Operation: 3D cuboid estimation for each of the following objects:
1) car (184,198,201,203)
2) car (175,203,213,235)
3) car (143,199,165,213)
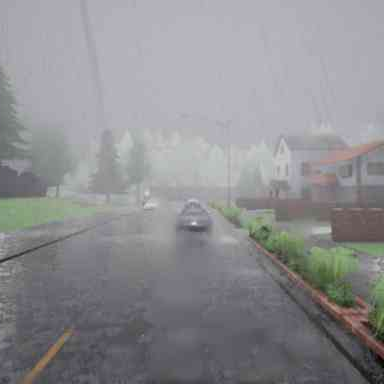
[{"bbox_3d":[0.089,1.454,39.552,1.812,1.442,4.674,0,0,0],"label":"car"},{"bbox_3d":[0.101,1.530,18.656,1.994,1.385,4.181,0,0,0],"label":"car"},{"bbox_3d":[-4.050,1.460,35.908,1.812,1.442,4.674,0,0,0],"label":"car"}]
